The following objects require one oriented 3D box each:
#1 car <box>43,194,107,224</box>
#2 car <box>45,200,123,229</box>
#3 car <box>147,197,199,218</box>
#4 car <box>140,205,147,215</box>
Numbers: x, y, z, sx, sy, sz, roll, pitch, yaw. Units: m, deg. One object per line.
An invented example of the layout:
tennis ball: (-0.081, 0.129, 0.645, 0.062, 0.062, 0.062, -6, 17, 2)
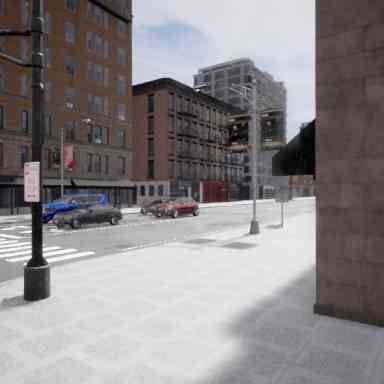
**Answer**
car: (-8.543, 1.166, 24.106, 2.150, 2.045, 5.566, 0, 0, 35)
car: (-6.542, 1.468, 21.301, 1.812, 1.442, 4.674, 0, 0, 37)
car: (-1.328, 1.256, 28.697, 2.097, 1.767, 4.553, 0, 0, 35)
car: (-2.938, 1.429, 32.058, 1.812, 1.442, 4.674, 0, 0, 35)
